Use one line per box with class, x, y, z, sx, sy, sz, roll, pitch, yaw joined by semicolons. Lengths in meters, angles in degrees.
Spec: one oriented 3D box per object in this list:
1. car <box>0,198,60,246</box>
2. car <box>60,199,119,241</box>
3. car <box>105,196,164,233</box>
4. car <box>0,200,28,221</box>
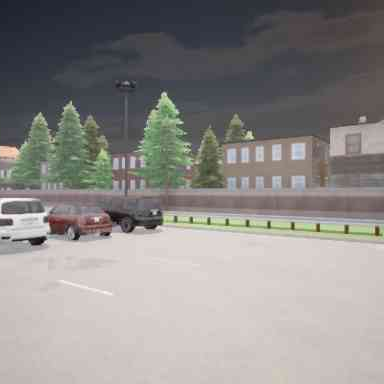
car;-8.293;1.255;14.084;5.566;2.045;2.150;0;0;36
car;-6.212;1.363;16.898;4.553;1.767;2.097;0;0;36
car;-4.228;1.255;19.783;5.566;2.045;2.150;0;0;36
car;-16.415;1.493;28.476;4.902;1.511;2.128;0;0;36
